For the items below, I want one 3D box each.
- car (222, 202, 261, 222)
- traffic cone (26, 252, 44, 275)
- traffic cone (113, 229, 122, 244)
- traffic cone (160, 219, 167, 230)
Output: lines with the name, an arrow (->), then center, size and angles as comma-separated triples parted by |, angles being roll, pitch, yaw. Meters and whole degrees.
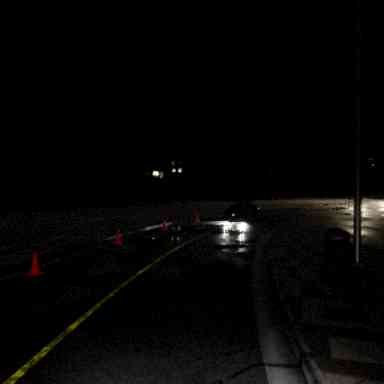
car -> 3.861, 1.437, 25.492 | 1.994, 1.385, 4.181 | 1, 1, 28
traffic cone -> -4.202, 1.898, 8.914 | 0.340, 0.580, 0.340 | 0, 0, 10
traffic cone -> -3.110, 1.878, 14.030 | 0.340, 0.580, 0.340 | 0, 0, 15
traffic cone -> -1.583, 1.854, 19.031 | 0.340, 0.580, 0.340 | 0, 0, 19
